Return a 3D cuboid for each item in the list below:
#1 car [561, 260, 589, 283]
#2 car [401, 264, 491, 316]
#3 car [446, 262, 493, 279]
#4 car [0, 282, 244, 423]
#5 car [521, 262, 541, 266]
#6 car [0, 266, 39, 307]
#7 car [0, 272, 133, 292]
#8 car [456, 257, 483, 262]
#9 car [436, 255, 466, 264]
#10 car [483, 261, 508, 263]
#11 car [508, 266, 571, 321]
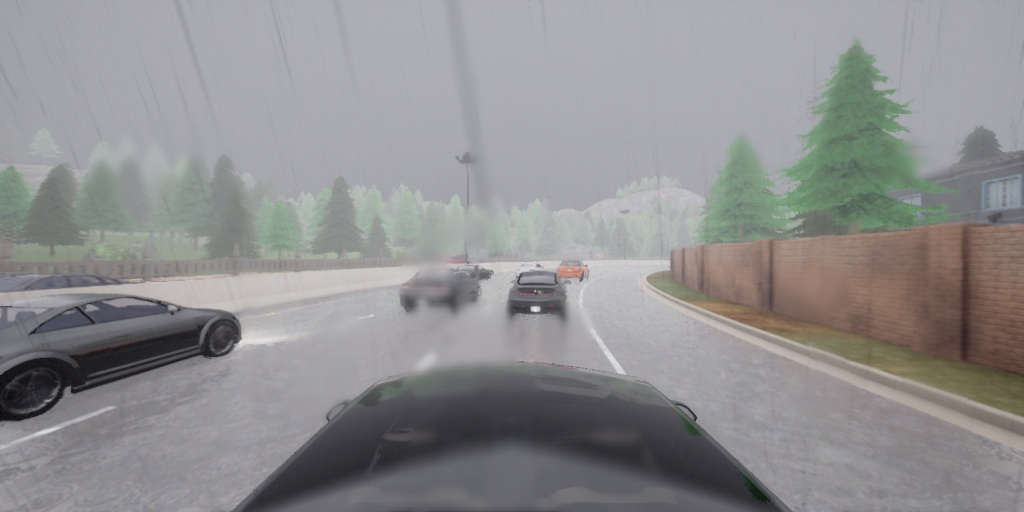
[{"bbox_3d":[5.167,1.110,29.902,2.097,1.767,4.553,0,0,19],"label":"car"},{"bbox_3d":[-2.417,1.224,13.359,2.128,1.511,4.902,0,0,8],"label":"car"},{"bbox_3d":[-2.999,1.323,27.494,1.895,1.301,4.718,0,0,16],"label":"car"},{"bbox_3d":[-6.648,1.281,5.755,1.994,1.385,4.181,0,0,2],"label":"car"},{"bbox_3d":[1.674,1.268,30.598,1.812,1.442,4.674,0,0,19],"label":"car"},{"bbox_3d":[-20.350,1.156,12.205,1.837,1.490,4.892,0,0,7],"label":"car"},{"bbox_3d":[-13.583,1.231,10.376,2.033,1.411,5.357,0,0,6],"label":"car"},{"bbox_3d":[-5.086,1.247,50.636,2.033,1.411,5.357,0,0,28],"label":"car"},{"bbox_3d":[-8.510,0.905,51.532,2.150,2.045,5.566,0,0,28],"label":"car"},{"bbox_3d":[-1.635,1.318,49.601,1.895,1.301,4.718,0,0,29],"label":"car"},{"bbox_3d":[0.993,1.254,12.555,1.837,1.490,4.892,0,0,7],"label":"car"}]
